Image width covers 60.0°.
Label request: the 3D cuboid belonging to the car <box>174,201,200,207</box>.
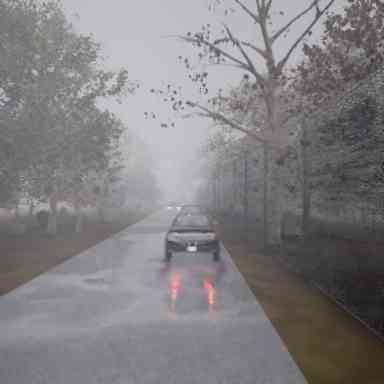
[{"bbox_3d":[-0.045,1.639,25.468,2.033,1.411,5.357,0,0,0],"label":"car"}]

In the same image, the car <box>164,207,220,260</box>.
[{"bbox_3d":[0.023,1.538,12.622,2.128,1.511,4.902,0,0,0],"label":"car"}]

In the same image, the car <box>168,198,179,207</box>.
[{"bbox_3d":[-3.088,1.872,58.384,1.837,1.490,4.892,0,-1,0],"label":"car"}]
